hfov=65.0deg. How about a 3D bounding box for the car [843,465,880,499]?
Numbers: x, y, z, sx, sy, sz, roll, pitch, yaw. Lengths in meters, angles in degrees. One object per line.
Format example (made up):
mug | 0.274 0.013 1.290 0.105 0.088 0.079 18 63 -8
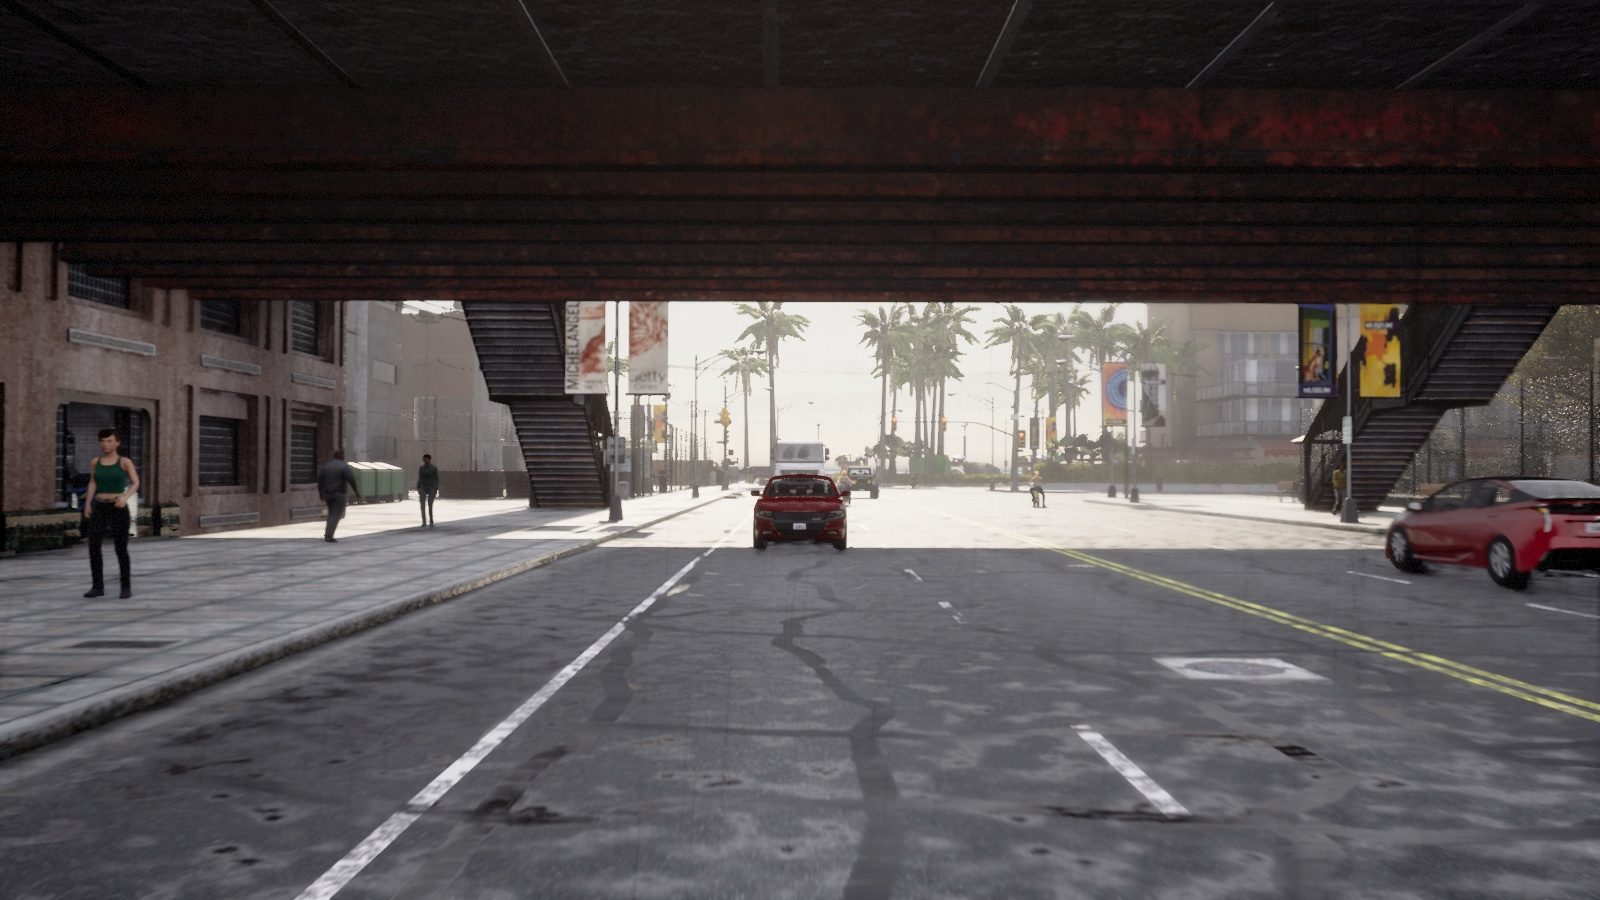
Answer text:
car | 3.488 1.805 72.142 1.905 1.878 3.866 0 -1 0

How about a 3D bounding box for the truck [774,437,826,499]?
truck | -0.017 1.078 74.399 2.891 3.462 7.936 0 -1 0

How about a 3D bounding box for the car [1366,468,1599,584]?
car | 10.467 1.033 18.727 2.007 1.525 4.514 0 -1 0

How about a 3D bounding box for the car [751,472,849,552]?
car | 0.024 1.239 26.684 1.882 1.535 5.008 0 -1 0

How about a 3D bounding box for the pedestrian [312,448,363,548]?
pedestrian | -8.868 0.910 24.098 0.563 1.883 0.849 0 -1 8

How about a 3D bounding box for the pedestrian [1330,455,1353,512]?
pedestrian | 17.810 1.092 41.304 0.431 1.840 0.709 0 -1 1

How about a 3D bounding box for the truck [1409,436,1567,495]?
truck | 41.710 0.943 76.264 7.936 3.462 2.891 0 -1 1

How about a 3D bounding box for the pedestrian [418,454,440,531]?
pedestrian | -8.946 1.014 30.289 0.353 1.847 0.614 0 -1 1

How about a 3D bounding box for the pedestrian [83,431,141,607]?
pedestrian | -7.365 0.726 13.456 0.345 1.836 0.594 0 -1 -7
